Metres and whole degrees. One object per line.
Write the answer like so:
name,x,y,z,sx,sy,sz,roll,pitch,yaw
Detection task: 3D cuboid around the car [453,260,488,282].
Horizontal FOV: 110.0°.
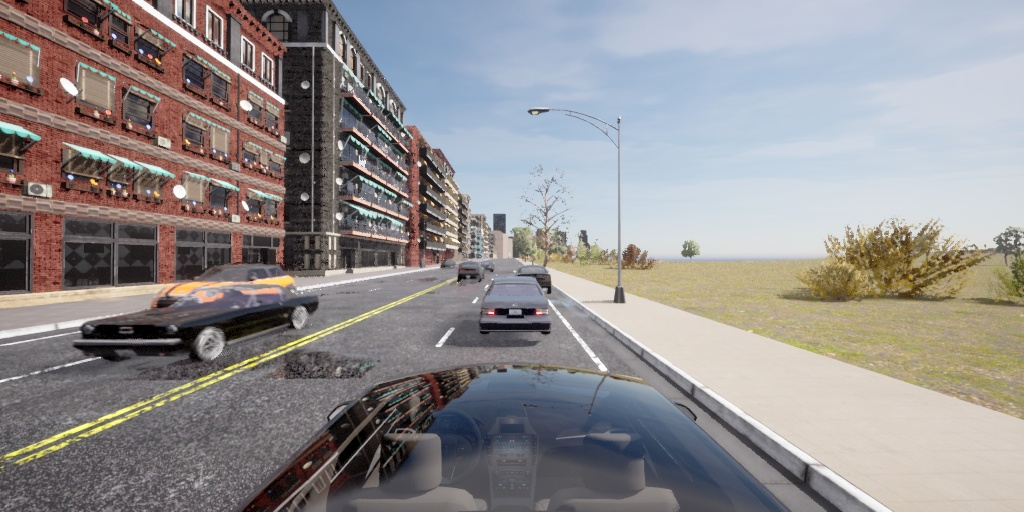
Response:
car,-3.182,1.256,28.544,1.837,1.490,4.892,0,0,0

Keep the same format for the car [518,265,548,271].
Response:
car,1.115,1.230,20.306,1.882,1.535,5.008,0,0,0

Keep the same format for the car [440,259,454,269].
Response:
car,-9.901,1.255,55.891,1.837,1.490,4.892,0,0,0

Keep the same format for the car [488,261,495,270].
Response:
car,-3.200,1.297,45.223,2.033,1.411,5.357,0,0,0

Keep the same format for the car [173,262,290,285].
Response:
car,-9.864,1.103,12.747,2.097,1.767,4.553,0,0,0

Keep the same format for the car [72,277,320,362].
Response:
car,-6.608,1.352,8.339,1.895,1.301,4.718,0,0,0

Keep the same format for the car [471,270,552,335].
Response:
car,0.092,1.299,10.542,2.033,1.411,5.357,0,0,0
